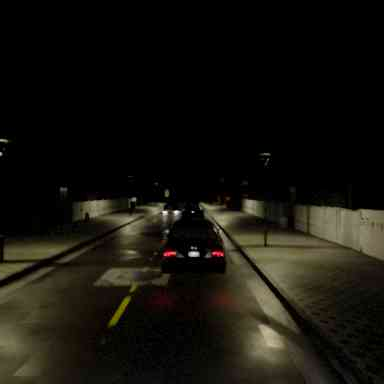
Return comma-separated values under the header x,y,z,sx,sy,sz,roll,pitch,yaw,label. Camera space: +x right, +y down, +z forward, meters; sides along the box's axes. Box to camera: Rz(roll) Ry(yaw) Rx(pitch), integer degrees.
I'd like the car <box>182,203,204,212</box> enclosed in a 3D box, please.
x,y,z,sx,sy,sz,roll,pitch,yaw,label
0.076,1.727,31.261,1.994,1.385,4.181,0,0,0,car

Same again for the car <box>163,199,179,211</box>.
x,y,z,sx,sy,sz,roll,pitch,yaw,label
-2.856,1.734,45.450,1.837,1.490,4.892,0,-1,0,car

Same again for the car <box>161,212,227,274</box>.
x,y,z,sx,sy,sz,roll,pitch,yaw,label
0.062,1.606,10.776,2.033,1.411,5.357,0,0,0,car
